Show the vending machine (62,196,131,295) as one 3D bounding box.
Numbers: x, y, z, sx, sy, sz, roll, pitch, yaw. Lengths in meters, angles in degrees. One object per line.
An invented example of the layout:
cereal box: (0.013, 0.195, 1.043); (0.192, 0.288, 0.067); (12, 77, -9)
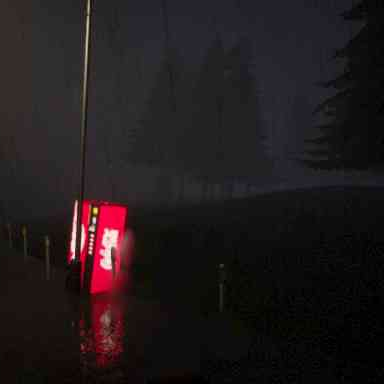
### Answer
vending machine: (-2.291, 1.228, 8.017); (0.880, 2.100, 1.100); (6, 0, 44)

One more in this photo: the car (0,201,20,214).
car: (-22.453, 1.812, 39.423); (2.033, 1.411, 5.357); (4, -1, -3)
